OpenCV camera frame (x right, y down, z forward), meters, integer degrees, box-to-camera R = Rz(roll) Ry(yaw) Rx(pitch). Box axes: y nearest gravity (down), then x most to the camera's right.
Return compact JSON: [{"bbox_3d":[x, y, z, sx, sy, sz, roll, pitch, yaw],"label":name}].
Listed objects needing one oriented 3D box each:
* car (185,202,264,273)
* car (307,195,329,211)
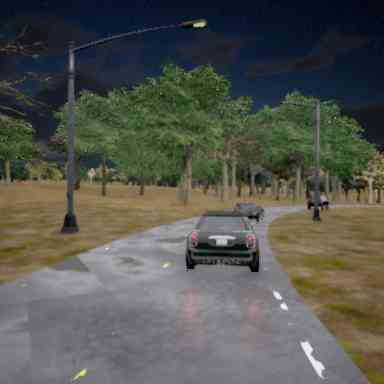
[{"bbox_3d":[1.082,1.396,11.161,2.097,1.767,4.553,0,0,7],"label":"car"},{"bbox_3d":[18.709,1.496,49.301,2.150,2.045,5.566,1,0,34],"label":"car"}]
